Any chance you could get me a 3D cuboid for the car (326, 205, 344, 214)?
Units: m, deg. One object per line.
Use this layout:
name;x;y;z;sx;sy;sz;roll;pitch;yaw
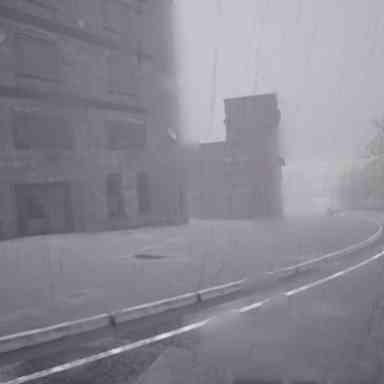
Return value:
car;24.623;3.019;57.483;2.033;1.411;5.357;-4;-3;8
